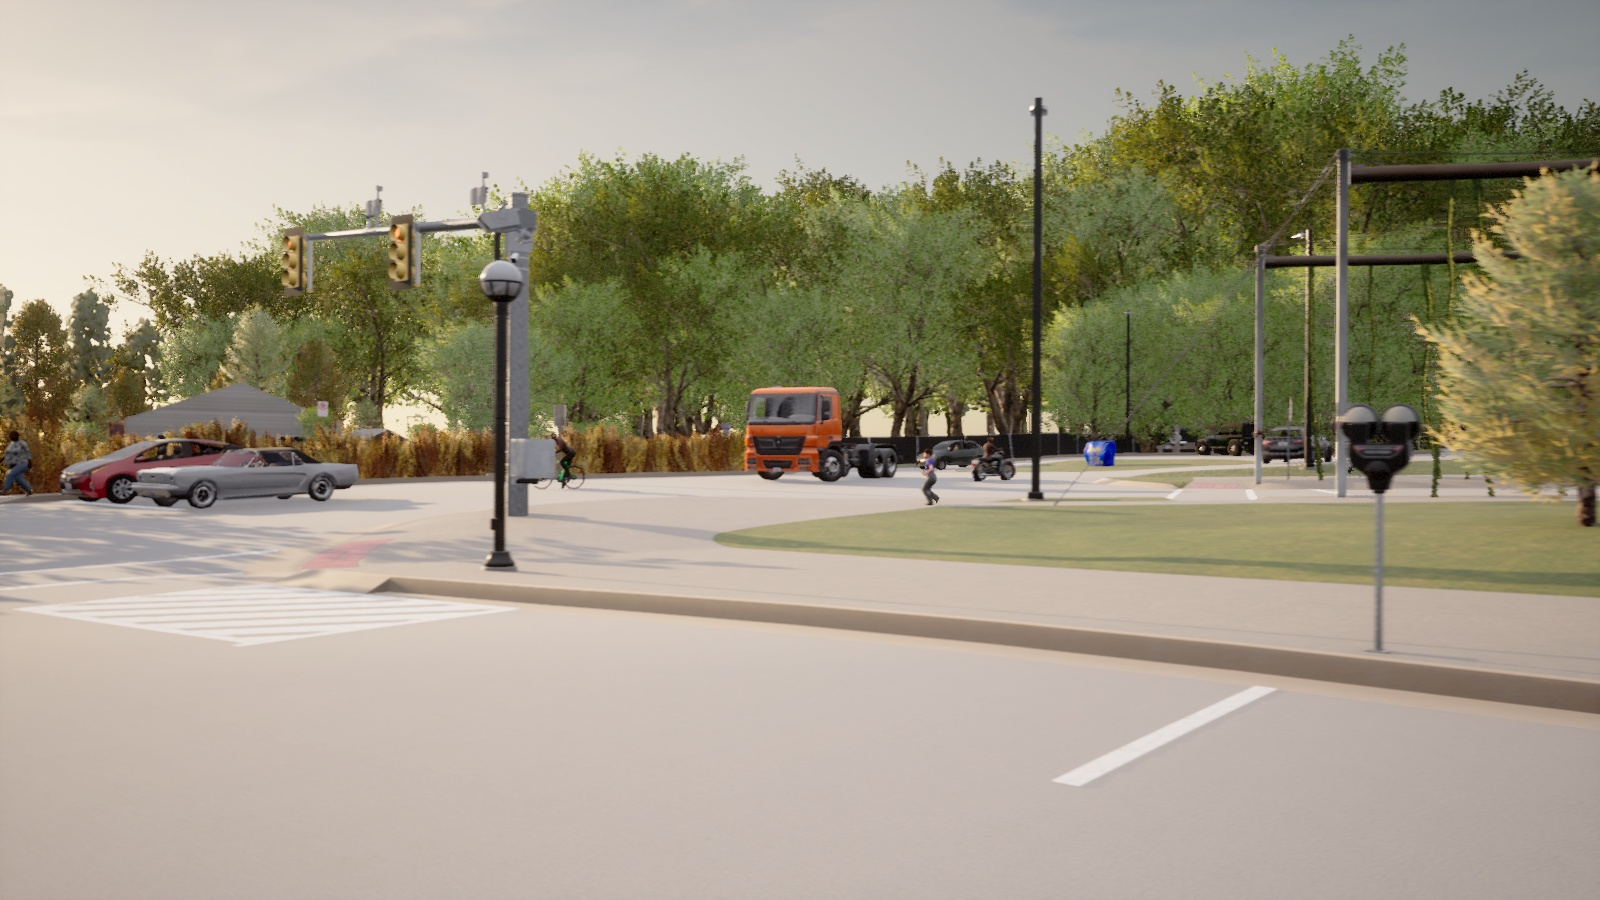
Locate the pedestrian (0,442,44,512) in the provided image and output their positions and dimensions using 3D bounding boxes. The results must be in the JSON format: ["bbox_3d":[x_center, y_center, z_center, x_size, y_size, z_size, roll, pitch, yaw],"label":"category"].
[{"bbox_3d":[-21.241,0.731,34.049,0.874,1.855,0.900,-1,0,22],"label":"pedestrian"}]

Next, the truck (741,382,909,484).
[{"bbox_3d":[1.123,-0.645,46.988,2.891,3.462,7.936,-1,1,28],"label":"truck"}]

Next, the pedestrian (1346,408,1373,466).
[{"bbox_3d":[17.957,-0.415,40.299,0.720,1.854,0.376,-1,0,10],"label":"pedestrian"}]

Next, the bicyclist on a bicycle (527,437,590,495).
[{"bbox_3d":[-6.849,0.452,35.704,1.656,1.620,0.582,0,0,-33],"label":"bicyclist on a bicycle"}]

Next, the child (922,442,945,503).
[{"bbox_3d":[2.779,0.462,26.206,0.437,1.263,0.270,-1,0,13],"label":"child"}]

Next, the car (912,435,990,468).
[{"bbox_3d":[8.453,0.086,70.345,3.988,1.617,1.851,-3,1,-31],"label":"car"}]

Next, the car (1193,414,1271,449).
[{"bbox_3d":[24.544,-1.043,71.488,1.905,1.878,3.866,-2,1,-29],"label":"car"}]

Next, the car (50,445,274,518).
[{"bbox_3d":[-15.873,0.739,31.449,2.007,1.525,4.514,-1,2,38],"label":"car"}]

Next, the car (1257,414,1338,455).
[{"bbox_3d":[22.760,-0.725,57.320,2.242,1.667,4.611,-2,0,37],"label":"car"}]

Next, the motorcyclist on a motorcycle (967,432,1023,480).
[{"bbox_3d":[7.026,0.202,45.265,0.766,1.649,2.350,1,2,45],"label":"motorcyclist on a motorcycle"}]

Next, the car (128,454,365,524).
[{"bbox_3d":[-12.831,0.851,29.387,1.895,1.301,4.718,-1,2,37],"label":"car"}]
